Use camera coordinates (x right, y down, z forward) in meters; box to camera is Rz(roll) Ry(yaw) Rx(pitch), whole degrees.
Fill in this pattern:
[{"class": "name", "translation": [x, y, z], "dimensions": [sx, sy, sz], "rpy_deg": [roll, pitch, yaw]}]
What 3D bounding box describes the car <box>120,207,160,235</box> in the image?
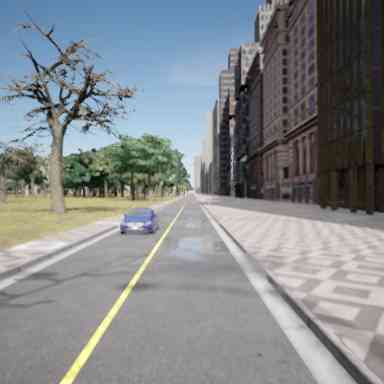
[{"class": "car", "translation": [-2.993, 1.639, 19.817], "dimensions": [1.812, 1.442, 4.674], "rpy_deg": [0, 0, 0]}]
